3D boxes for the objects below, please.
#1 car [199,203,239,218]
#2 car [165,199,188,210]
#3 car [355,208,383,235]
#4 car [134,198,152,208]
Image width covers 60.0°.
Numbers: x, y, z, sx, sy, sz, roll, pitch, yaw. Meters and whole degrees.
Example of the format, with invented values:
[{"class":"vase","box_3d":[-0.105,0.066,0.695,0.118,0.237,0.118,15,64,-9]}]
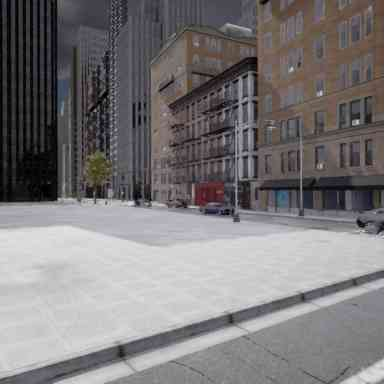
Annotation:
[{"class":"car","box_3d":[2.546,1.727,31.988,1.895,1.301,4.718,0,0,-26]},{"class":"car","box_3d":[-2.276,1.715,47.850,1.837,1.490,4.892,0,0,-26]},{"class":"car","box_3d":[11.131,1.524,17.175,2.128,1.511,4.902,0,0,-43]},{"class":"car","box_3d":[-7.880,1.758,53.282,2.128,1.511,4.902,0,0,-26]}]
